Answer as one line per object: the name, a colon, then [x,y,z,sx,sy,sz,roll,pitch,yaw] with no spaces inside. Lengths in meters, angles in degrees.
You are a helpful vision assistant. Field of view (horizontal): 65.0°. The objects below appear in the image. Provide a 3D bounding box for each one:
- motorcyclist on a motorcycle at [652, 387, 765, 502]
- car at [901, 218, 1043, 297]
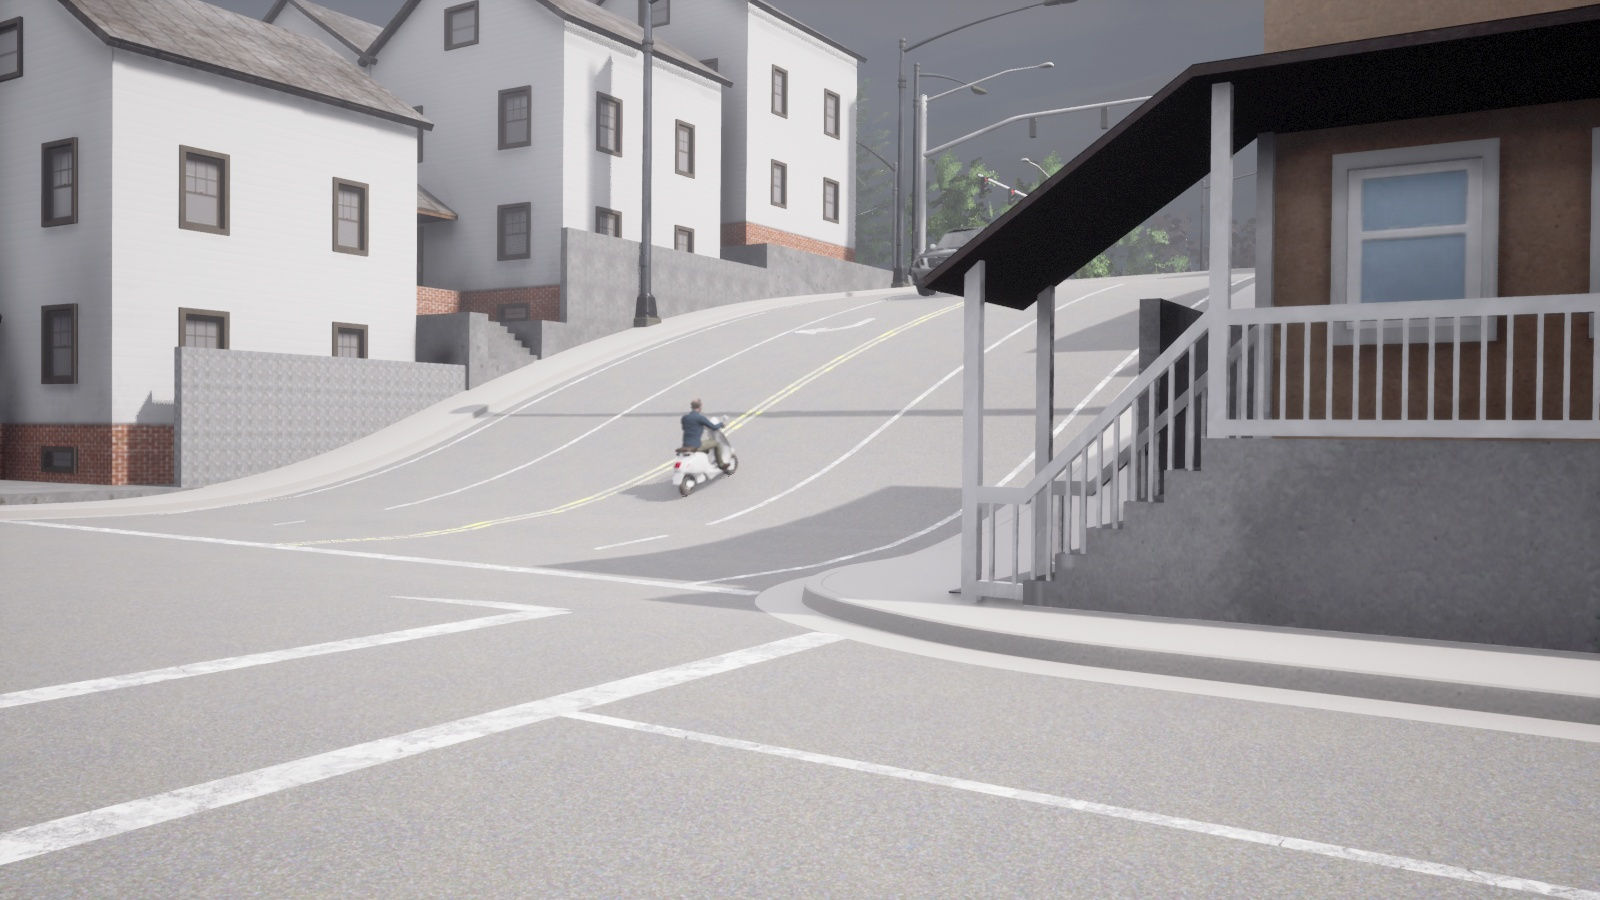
motorcyclist on a motorcycle: [-1.576,-0.126,22.122,0.866,1.590,1.817,0,15,32]
car: [5.546,-6.145,39.756,2.150,2.045,5.566,0,10,34]
